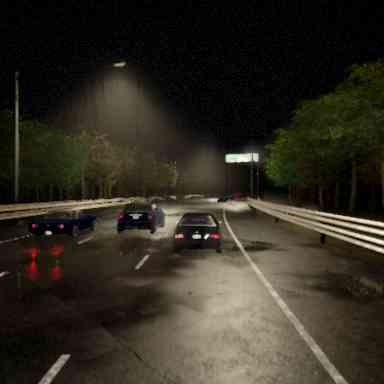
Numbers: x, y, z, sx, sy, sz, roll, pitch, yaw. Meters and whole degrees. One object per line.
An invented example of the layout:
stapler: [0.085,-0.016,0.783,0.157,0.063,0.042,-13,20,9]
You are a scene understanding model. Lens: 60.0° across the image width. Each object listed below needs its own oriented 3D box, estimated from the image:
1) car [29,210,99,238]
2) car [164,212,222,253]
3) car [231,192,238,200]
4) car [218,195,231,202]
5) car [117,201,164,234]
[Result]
car: [-6.478,1.596,17.468,1.895,1.301,4.718,0,0,2]
car: [0.264,1.554,13.752,2.033,1.411,5.357,0,0,2]
car: [10.842,1.514,92.323,1.994,1.385,4.181,0,0,13]
car: [6.845,1.537,73.134,1.994,1.385,4.181,0,0,11]
car: [-2.857,1.354,19.610,2.097,1.767,4.553,0,0,3]
